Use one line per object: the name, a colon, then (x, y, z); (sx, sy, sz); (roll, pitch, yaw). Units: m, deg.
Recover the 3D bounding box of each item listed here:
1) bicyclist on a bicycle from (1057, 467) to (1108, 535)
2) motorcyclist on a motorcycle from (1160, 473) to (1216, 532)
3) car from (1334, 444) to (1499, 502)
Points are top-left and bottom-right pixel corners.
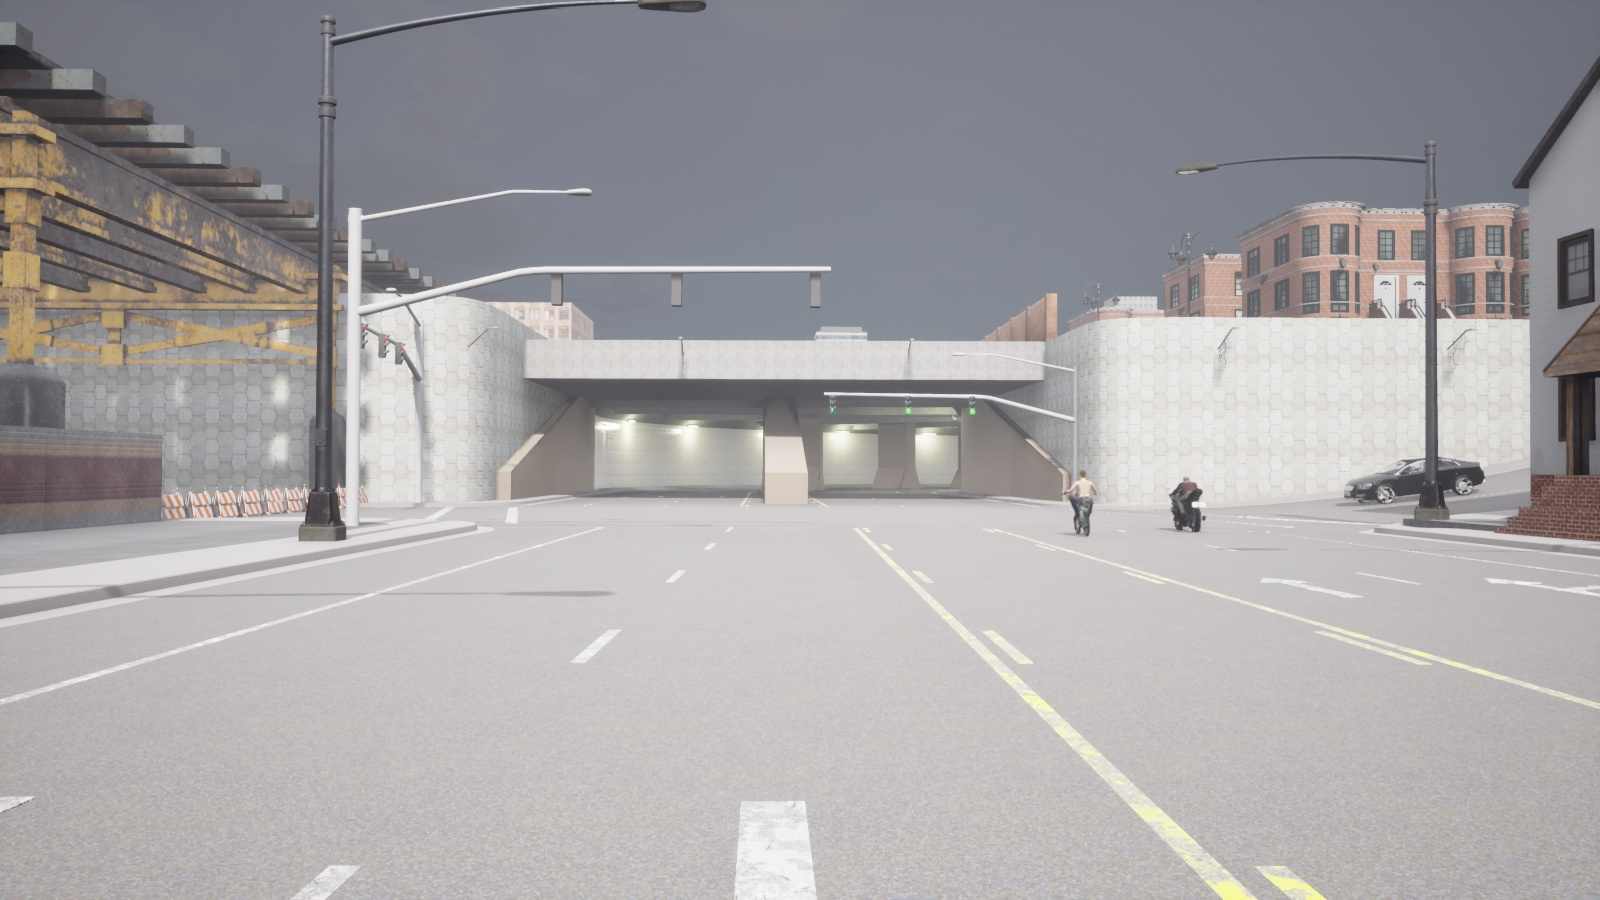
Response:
bicyclist on a bicycle: (6.915, 1.240, 30.792); (0.866, 1.612, 1.509); (0, -2, 0)
motorcyclist on a motorcycle: (10.439, 1.403, 33.860); (0.866, 1.530, 2.191); (0, -2, 1)
car: (22.730, 0.860, 46.410); (4.902, 1.511, 2.128); (-7, -1, -1)
